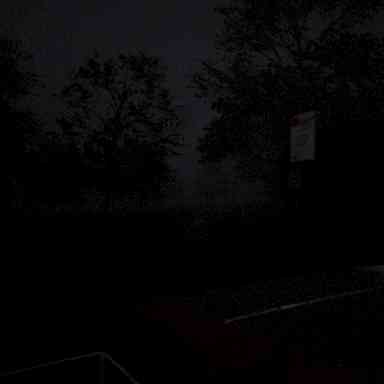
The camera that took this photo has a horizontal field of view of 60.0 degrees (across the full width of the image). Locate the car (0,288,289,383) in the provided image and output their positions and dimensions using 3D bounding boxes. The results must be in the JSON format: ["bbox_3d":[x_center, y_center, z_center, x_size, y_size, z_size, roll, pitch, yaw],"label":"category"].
[{"bbox_3d":[-1.569,1.585,2.379,4.718,1.301,1.895,0,0,-34],"label":"car"}]
